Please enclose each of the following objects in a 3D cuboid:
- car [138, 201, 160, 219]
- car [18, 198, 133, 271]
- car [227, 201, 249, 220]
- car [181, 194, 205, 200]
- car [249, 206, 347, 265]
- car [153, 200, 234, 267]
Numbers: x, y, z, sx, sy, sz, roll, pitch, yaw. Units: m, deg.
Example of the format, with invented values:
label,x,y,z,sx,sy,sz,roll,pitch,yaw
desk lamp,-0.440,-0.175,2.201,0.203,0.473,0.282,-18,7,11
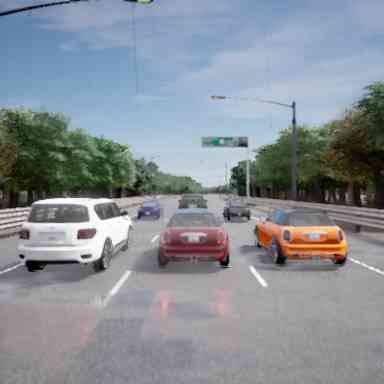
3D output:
label,x,y,z,sx,sy,sz,roll,pitch,yaw
car,-3.429,1.477,28.115,1.812,1.442,4.674,0,0,0
car,-3.439,1.201,10.902,2.150,2.045,5.566,0,0,0
car,3.563,1.445,27.067,2.128,1.511,4.902,0,0,0
car,0.061,1.177,26.081,2.150,2.045,5.566,0,0,0
car,3.565,1.327,11.771,2.097,1.767,4.553,0,0,0
car,0.063,1.328,11.431,2.097,1.767,4.553,0,0,0
